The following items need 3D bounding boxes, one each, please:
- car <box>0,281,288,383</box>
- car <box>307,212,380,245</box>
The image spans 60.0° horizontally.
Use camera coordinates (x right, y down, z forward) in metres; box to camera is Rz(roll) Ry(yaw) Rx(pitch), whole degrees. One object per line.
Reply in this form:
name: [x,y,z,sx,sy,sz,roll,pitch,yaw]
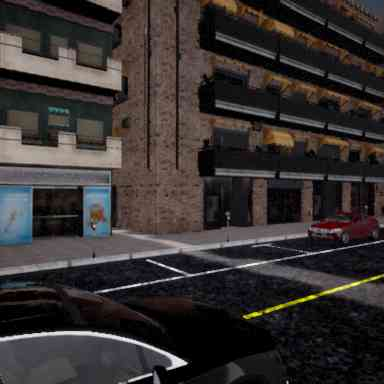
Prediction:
car: [-1.332,1.506,2.483,4.892,1.490,1.837,0,0,-35]
car: [7.172,1.583,15.538,4.206,1.307,1.802,0,0,-35]
